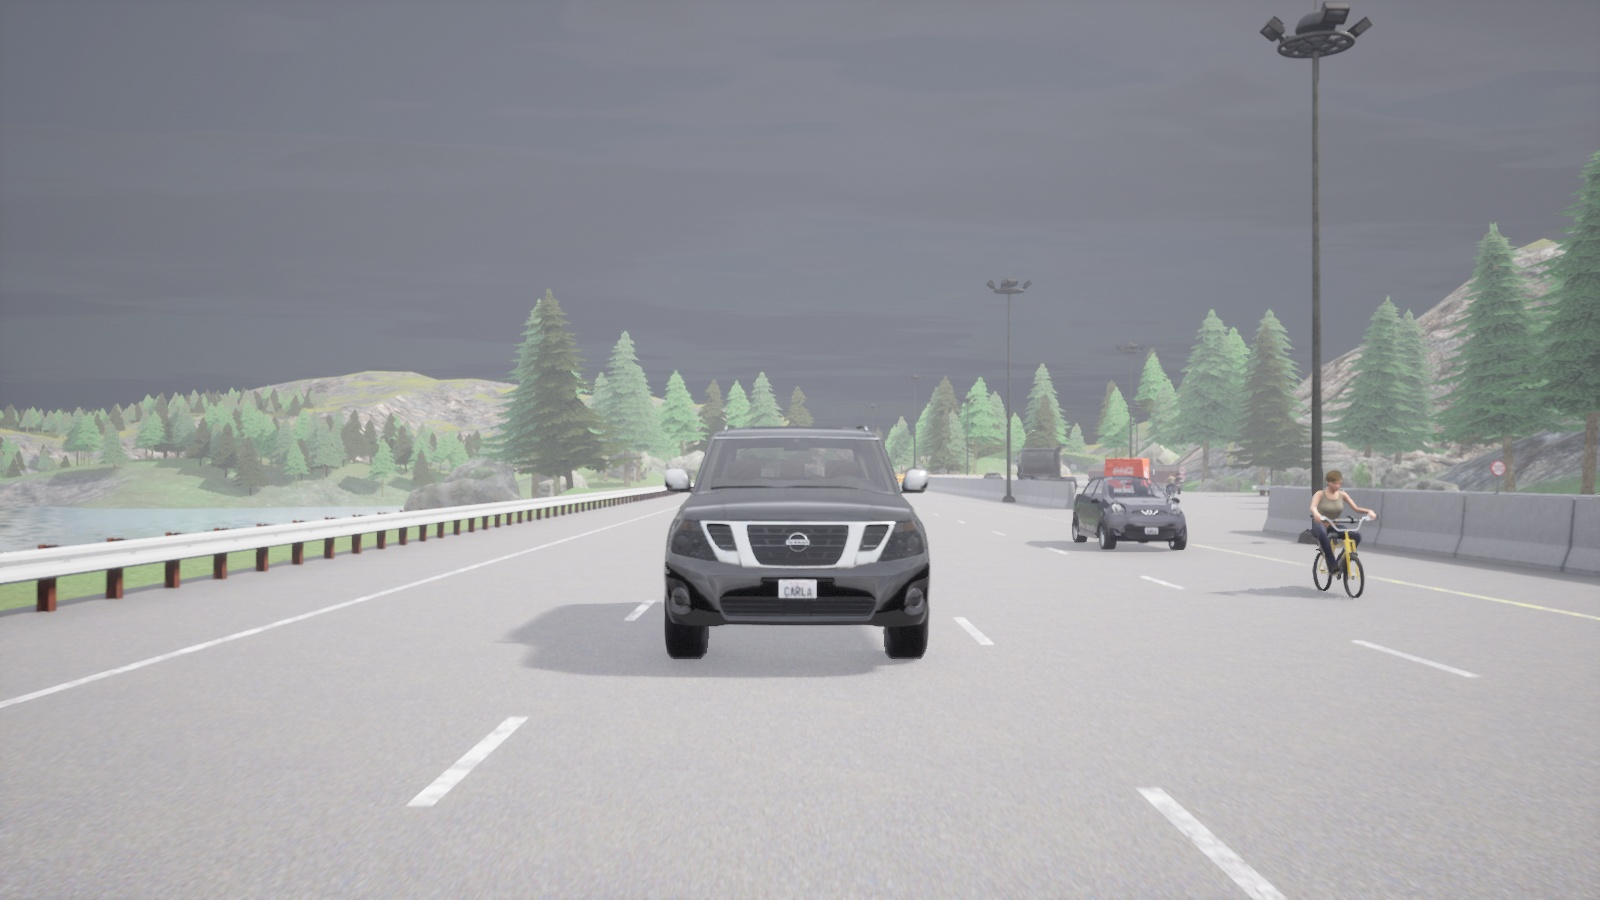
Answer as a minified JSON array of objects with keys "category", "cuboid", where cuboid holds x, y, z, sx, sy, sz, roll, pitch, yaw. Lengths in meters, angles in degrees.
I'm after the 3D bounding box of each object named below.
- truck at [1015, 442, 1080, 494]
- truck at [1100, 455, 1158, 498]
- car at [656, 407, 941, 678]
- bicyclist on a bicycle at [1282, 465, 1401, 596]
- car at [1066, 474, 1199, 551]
[{"category":"truck","cuboid":[17.269,1.291,88.103,2.891,3.462,7.936,0,-1,0]},{"category":"truck","cuboid":[19.395,1.535,73.835,2.627,2.467,5.204,-1,-1,22]},{"category":"car","cuboid":[-0.035,0.748,12.296,2.150,2.045,5.566,0,-1,-1]},{"category":"bicyclist on a bicycle","cuboid":[6.964,1.005,16.227,0.866,1.612,1.509,0,-1,0]},{"category":"car","cuboid":[6.935,1.261,26.562,1.845,1.501,3.633,0,-1,0]}]
